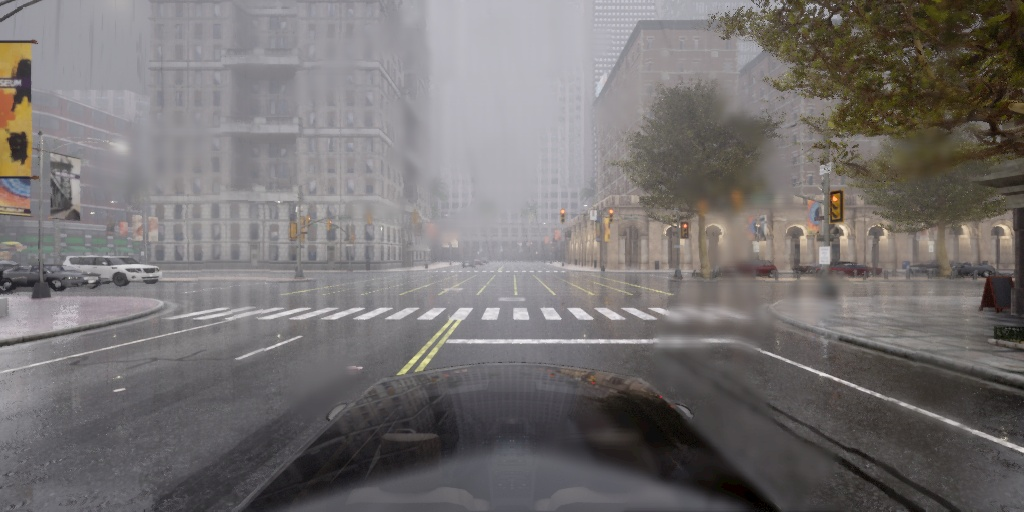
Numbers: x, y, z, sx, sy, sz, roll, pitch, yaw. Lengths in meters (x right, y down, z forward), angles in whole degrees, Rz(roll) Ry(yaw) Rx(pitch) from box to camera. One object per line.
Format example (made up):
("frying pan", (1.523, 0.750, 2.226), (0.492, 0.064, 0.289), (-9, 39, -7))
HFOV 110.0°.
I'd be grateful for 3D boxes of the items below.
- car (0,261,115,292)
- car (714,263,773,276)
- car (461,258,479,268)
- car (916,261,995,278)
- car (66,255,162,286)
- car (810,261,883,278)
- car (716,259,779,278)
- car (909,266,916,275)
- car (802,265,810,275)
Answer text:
("car", (-27.066, 1.242, 21.030), (4.902, 1.511, 2.128), (0, 0, 0))
("car", (23.146, 1.351, 35.977), (4.718, 1.301, 1.895), (0, 0, 0))
("car", (-7.126, 1.241, 58.831), (2.128, 1.511, 4.902), (0, 0, 0))
("car", (40.360, 1.241, 32.385), (4.902, 1.511, 2.128), (0, 0, 1))
("car", (-27.387, 0.971, 24.547), (5.566, 2.045, 2.150), (0, 0, 2))
("car", (30.373, 1.351, 32.441), (4.718, 1.301, 1.895), (0, 0, 0))
("car", (21.385, 1.102, 32.485), (4.553, 1.767, 2.097), (0, 0, 0))
("car", (42.787, 1.241, 35.867), (4.902, 1.511, 2.128), (0, 0, 1))
("car", (32.469, 1.255, 35.931), (4.892, 1.490, 1.837), (0, 0, 0))
